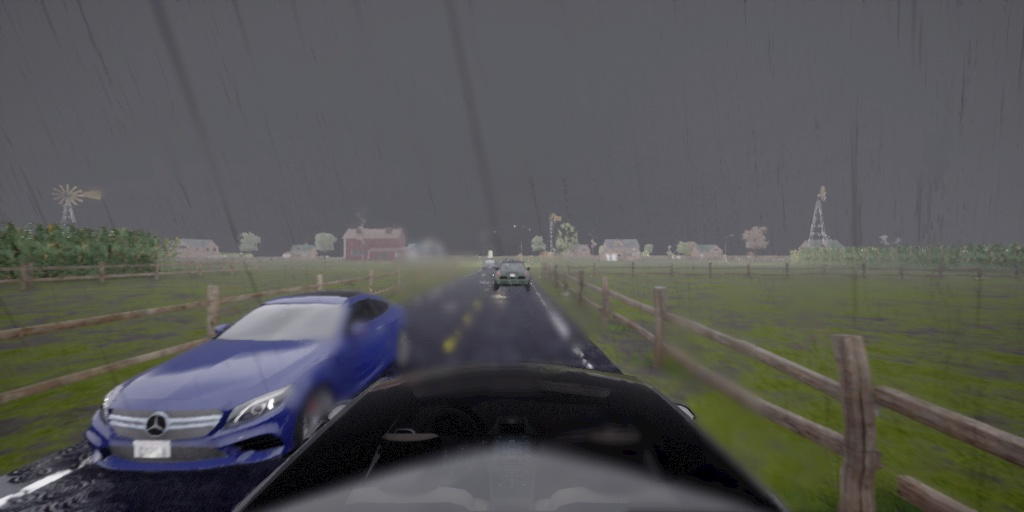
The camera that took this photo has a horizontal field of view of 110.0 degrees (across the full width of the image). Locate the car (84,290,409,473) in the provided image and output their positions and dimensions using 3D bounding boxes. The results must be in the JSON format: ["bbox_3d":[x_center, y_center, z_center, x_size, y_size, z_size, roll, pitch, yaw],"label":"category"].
[{"bbox_3d":[-2.842,1.268,5.167,1.812,1.442,4.674,0,0,0],"label":"car"}]

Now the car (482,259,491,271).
[{"bbox_3d":[-2.826,1.161,46.434,1.812,1.442,4.674,0,0,0],"label":"car"}]

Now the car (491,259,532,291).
[{"bbox_3d":[0.049,1.053,21.542,2.097,1.767,4.553,0,0,1],"label":"car"}]
